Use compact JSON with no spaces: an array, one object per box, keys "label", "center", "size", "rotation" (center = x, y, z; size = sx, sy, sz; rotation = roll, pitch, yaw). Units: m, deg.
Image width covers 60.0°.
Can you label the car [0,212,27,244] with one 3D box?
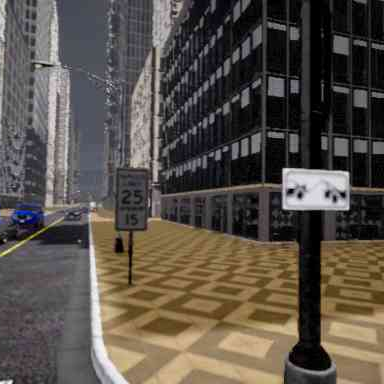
[{"label":"car","center":[-11.106,2.043,18.768],"size":[2.033,1.411,5.357],"rotation":[2,-2,-17]}]

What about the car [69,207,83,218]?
[{"label":"car","center":[-17.943,3.092,51.427],"size":[1.837,1.490,4.892],"rotation":[2,-2,-17]}]

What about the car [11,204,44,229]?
[{"label":"car","center":[-14.270,2.040,28.986],"size":[2.150,2.045,5.566],"rotation":[2,-2,-17]}]

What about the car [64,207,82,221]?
[{"label":"car","center":[-14.853,2.766,41.527],"size":[2.128,1.511,4.902],"rotation":[2,-2,-17]}]
